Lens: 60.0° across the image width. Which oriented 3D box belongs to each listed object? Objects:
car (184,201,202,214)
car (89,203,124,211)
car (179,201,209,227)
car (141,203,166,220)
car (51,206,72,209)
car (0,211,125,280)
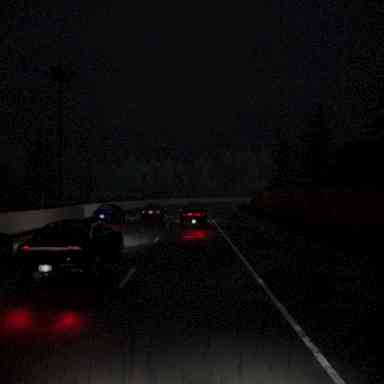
[{"bbox_3d":[0.202,1.781,39.361,2.033,1.411,5.357,0,0,2],"label":"car"},{"bbox_3d":[-6.894,1.701,27.778,1.812,1.442,4.674,0,0,0],"label":"car"},{"bbox_3d":[0.117,1.649,23.936,1.837,1.490,4.892,0,0,0],"label":"car"},{"bbox_3d":[-3.380,1.729,29.752,2.033,1.411,5.357,0,0,0],"label":"car"},{"bbox_3d":[-17.140,1.900,46.164,1.895,1.301,4.718,0,0,4],"label":"car"},{"bbox_3d":[-3.389,1.557,10.113,2.128,1.511,4.902,0,0,0],"label":"car"}]
